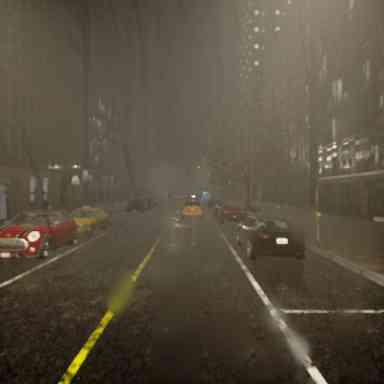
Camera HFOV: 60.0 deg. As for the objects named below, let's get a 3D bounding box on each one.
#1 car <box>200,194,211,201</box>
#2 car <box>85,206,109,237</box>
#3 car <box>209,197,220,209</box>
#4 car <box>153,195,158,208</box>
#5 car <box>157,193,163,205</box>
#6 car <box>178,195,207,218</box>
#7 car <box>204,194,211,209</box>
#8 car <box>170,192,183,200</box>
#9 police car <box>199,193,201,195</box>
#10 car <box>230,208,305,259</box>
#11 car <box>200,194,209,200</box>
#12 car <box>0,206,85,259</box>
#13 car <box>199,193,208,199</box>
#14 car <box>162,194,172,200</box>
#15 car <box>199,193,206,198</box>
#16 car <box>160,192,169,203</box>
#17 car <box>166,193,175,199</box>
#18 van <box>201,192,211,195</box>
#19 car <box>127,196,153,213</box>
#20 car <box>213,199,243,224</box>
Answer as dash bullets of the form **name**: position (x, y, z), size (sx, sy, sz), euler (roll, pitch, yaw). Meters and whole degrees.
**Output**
- **car**: position (2.798, 1.122, 68.815), size (2.008, 1.369, 4.403), euler (1, 0, 0)
- **car**: position (-5.657, 1.429, 17.607), size (1.752, 1.417, 4.829), euler (1, 0, 0)
- **car**: position (2.740, 1.418, 29.094), size (1.802, 1.307, 4.206), euler (1, 0, 0)
- **car**: position (-5.623, 1.312, 40.478), size (1.887, 1.381, 4.507), euler (1, 0, 0)
- **car**: position (-5.615, 1.281, 46.155), size (2.008, 1.369, 4.403), euler (1, 0, 0)
- **car**: position (0.056, 1.335, 28.026), size (1.801, 1.575, 5.366), euler (0, 0, 1)
- **car**: position (2.757, 1.311, 40.442), size (1.887, 1.381, 4.507), euler (1, 0, 0)
- **car**: position (-2.897, 0.876, 71.043), size (2.097, 1.767, 4.553), euler (0, 0, 0)
- **police car**: position (0.083, 1.211, 55.472), size (2.038, 1.542, 4.974), euler (0, 1, 0)
- **car**: position (2.715, 1.500, 12.071), size (1.947, 1.339, 4.313), euler (1, 0, 0)
- **car**: position (2.806, 1.112, 74.490), size (1.802, 1.307, 4.206), euler (1, 0, 0)
- **car**: position (-5.664, 1.375, 12.101), size (1.967, 1.590, 4.097), euler (1, 0, 0)
- **car**: position (2.815, 1.054, 80.163), size (1.947, 1.339, 4.313), euler (1, 0, 0)
- **car**: position (-5.574, 1.096, 74.530), size (1.947, 1.339, 4.313), euler (1, 0, 0)
- **car**: position (2.831, 0.957, 90.861), size (2.008, 1.369, 4.403), euler (1, 0, 0)
- **car**: position (-5.597, 1.092, 57.504), size (1.967, 1.590, 4.097), euler (1, 0, 0)
- **car**: position (-5.557, 0.990, 85.880), size (1.887, 1.381, 4.507), euler (1, 0, 0)
- **van**: position (2.793, 0.953, 63.140), size (1.690, 1.788, 3.998), euler (1, 0, 0)
- **car**: position (-5.632, 1.368, 34.803), size (1.947, 1.339, 4.313), euler (1, 0, 0)
- **car**: position (2.732, 1.414, 23.421), size (1.887, 1.381, 4.507), euler (1, 0, 0)
